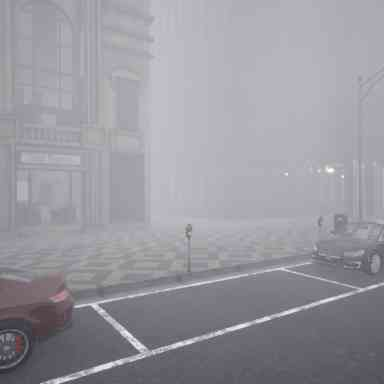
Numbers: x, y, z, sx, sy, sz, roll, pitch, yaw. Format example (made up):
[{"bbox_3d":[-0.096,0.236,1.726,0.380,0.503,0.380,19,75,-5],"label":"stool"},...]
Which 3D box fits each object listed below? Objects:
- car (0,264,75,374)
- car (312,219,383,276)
[{"bbox_3d":[-3.672,1.582,4.101,4.206,1.307,1.802,0,0,-34],"label":"car"},{"bbox_3d":[5.522,1.550,10.230,4.403,1.369,2.008,0,0,-34],"label":"car"}]
